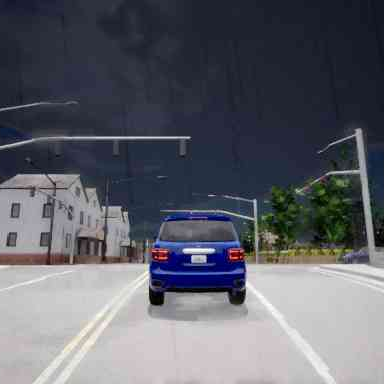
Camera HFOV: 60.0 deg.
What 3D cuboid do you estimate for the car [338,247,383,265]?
[{"bbox_3d":[15.429,5.660,29.612,4.553,1.767,2.097,0,-12,1],"label":"car"}]

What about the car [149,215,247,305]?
[{"bbox_3d":[0.079,1.762,9.311,2.150,2.045,5.566,0,-7,-1],"label":"car"}]
